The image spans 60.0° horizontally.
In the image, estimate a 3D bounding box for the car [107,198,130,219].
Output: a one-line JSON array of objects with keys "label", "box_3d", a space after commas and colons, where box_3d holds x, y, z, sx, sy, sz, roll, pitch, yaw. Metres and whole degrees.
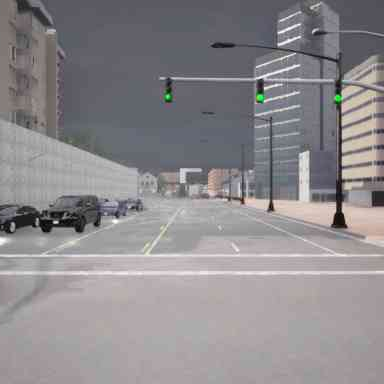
[{"label": "car", "box_3d": [-7.105, 1.525, 29.743, 1.812, 1.442, 4.674, 0, 0, 0]}]

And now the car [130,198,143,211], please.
[{"label": "car", "box_3d": [-7.099, 1.490, 40.086, 2.128, 1.511, 4.902, 0, 0, 0]}]

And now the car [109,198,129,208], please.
[{"label": "car", "box_3d": [-10.566, 1.599, 48.417, 1.895, 1.301, 4.718, 0, 0, 0]}]

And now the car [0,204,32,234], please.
[{"label": "car", "box_3d": [-10.604, 1.504, 19.472, 1.837, 1.490, 4.892, 0, 0, 0]}]

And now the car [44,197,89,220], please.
[{"label": "car", "box_3d": [-10.606, 1.351, 28.539, 2.097, 1.767, 4.553, 0, 0, 0]}]

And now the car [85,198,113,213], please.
[{"label": "car", "box_3d": [-10.602, 1.504, 38.357, 1.837, 1.490, 4.892, 0, 0, 0]}]

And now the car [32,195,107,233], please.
[{"label": "car", "box_3d": [-7.100, 1.221, 20.103, 2.150, 2.045, 5.566, 0, 0, 0]}]
